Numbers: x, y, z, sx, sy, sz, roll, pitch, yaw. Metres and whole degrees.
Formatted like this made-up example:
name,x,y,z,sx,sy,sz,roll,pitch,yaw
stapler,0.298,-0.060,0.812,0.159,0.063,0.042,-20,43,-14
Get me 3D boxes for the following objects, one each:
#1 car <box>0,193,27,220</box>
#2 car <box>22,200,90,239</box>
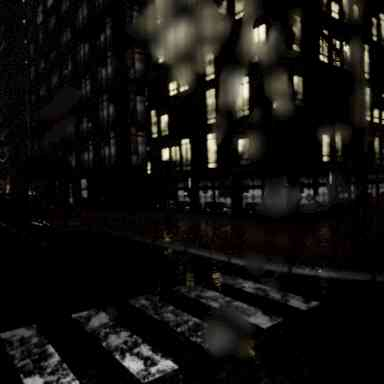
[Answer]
name,x,y,z,sx,sy,sz,roll,pitch,yaw
car,-13.654,0.997,24.946,2.192,1.841,5.009,-2,2,-38
car,-6.300,1.255,15.529,1.752,1.417,4.829,-2,2,-38
